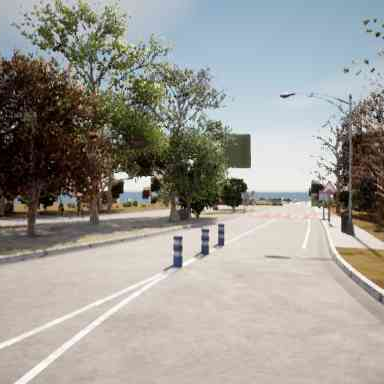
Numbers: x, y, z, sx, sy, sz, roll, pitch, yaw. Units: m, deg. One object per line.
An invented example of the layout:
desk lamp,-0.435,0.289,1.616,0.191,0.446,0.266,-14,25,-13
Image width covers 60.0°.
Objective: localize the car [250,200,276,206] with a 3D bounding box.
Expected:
car,19.845,3.260,93.064,5.366,1.575,1.946,0,-3,19
